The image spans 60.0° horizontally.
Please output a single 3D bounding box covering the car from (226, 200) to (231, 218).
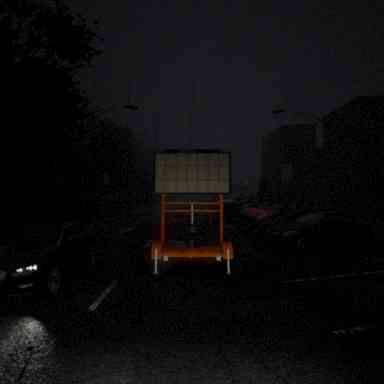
[{"bbox_3d":[5.367,1.538,25.797,4.674,1.452,2.002,1,0,-20],"label":"car"}]

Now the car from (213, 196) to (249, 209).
[{"bbox_3d":[5.442,1.424,46.808,4.553,1.767,2.185,1,0,-20],"label":"car"}]

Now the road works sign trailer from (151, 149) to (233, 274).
[{"bbox_3d":[0.010,0.465,10.518,2.380,3.560,2.880,0,0,0],"label":"road works sign trailer"}]

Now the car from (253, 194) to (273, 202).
[{"bbox_3d":[18.554,1.463,86.830,2.435,2.045,5.566,0,0,-21],"label":"car"}]

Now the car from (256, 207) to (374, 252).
[{"bbox_3d":[5.326,1.528,13.788,4.674,1.452,2.002,1,0,-20],"label":"car"}]

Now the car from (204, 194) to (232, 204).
[{"bbox_3d":[5.554,1.391,70.865,5.566,2.045,2.435,1,0,-20],"label":"car"}]

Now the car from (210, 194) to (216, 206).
[{"bbox_3d":[5.408,1.271,37.793,5.566,2.045,2.435,1,0,-20],"label":"car"}]

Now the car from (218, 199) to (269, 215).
[{"bbox_3d":[5.386,1.545,34.791,4.792,1.488,2.163,1,0,-20],"label":"car"}]

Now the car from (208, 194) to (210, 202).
[{"bbox_3d":[5.532,1.447,52.824,4.553,1.767,2.185,1,0,-20],"label":"car"}]

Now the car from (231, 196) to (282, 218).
[{"bbox_3d":[5.390,1.369,22.801,4.553,1.767,2.185,1,0,-20],"label":"car"}]

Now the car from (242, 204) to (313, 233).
[{"bbox_3d":[5.305,1.518,16.780,4.792,1.488,2.163,1,0,-20],"label":"car"}]

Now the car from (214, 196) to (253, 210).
[{"bbox_3d":[5.428,1.414,43.806,4.553,1.767,2.185,1,0,-20],"label":"car"}]

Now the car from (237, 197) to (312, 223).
[{"bbox_3d":[5.377,1.366,19.800,4.553,1.767,2.185,1,0,-20],"label":"car"}]

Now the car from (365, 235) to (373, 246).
[{"bbox_3d":[5.315,1.487,4.788,4.892,1.521,2.231,1,0,-20],"label":"car"}]

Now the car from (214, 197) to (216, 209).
[{"bbox_3d":[5.226,1.503,31.734,5.366,1.575,1.946,1,0,-20],"label":"car"}]

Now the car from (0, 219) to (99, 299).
[{"bbox_3d":[-3.842,1.492,8.621,2.128,1.511,4.902,0,0,0],"label":"car"}]

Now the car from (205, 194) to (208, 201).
[{"bbox_3d":[5.352,1.613,64.772,5.366,1.575,1.946,1,0,-20],"label":"car"}]

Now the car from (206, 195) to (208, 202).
[{"bbox_3d":[5.501,1.583,55.827,5.008,1.535,2.097,1,-1,-20],"label":"car"}]

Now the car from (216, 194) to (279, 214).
[{"bbox_3d":[5.375,1.252,28.776,5.566,2.045,2.435,1,0,-20],"label":"car"}]
